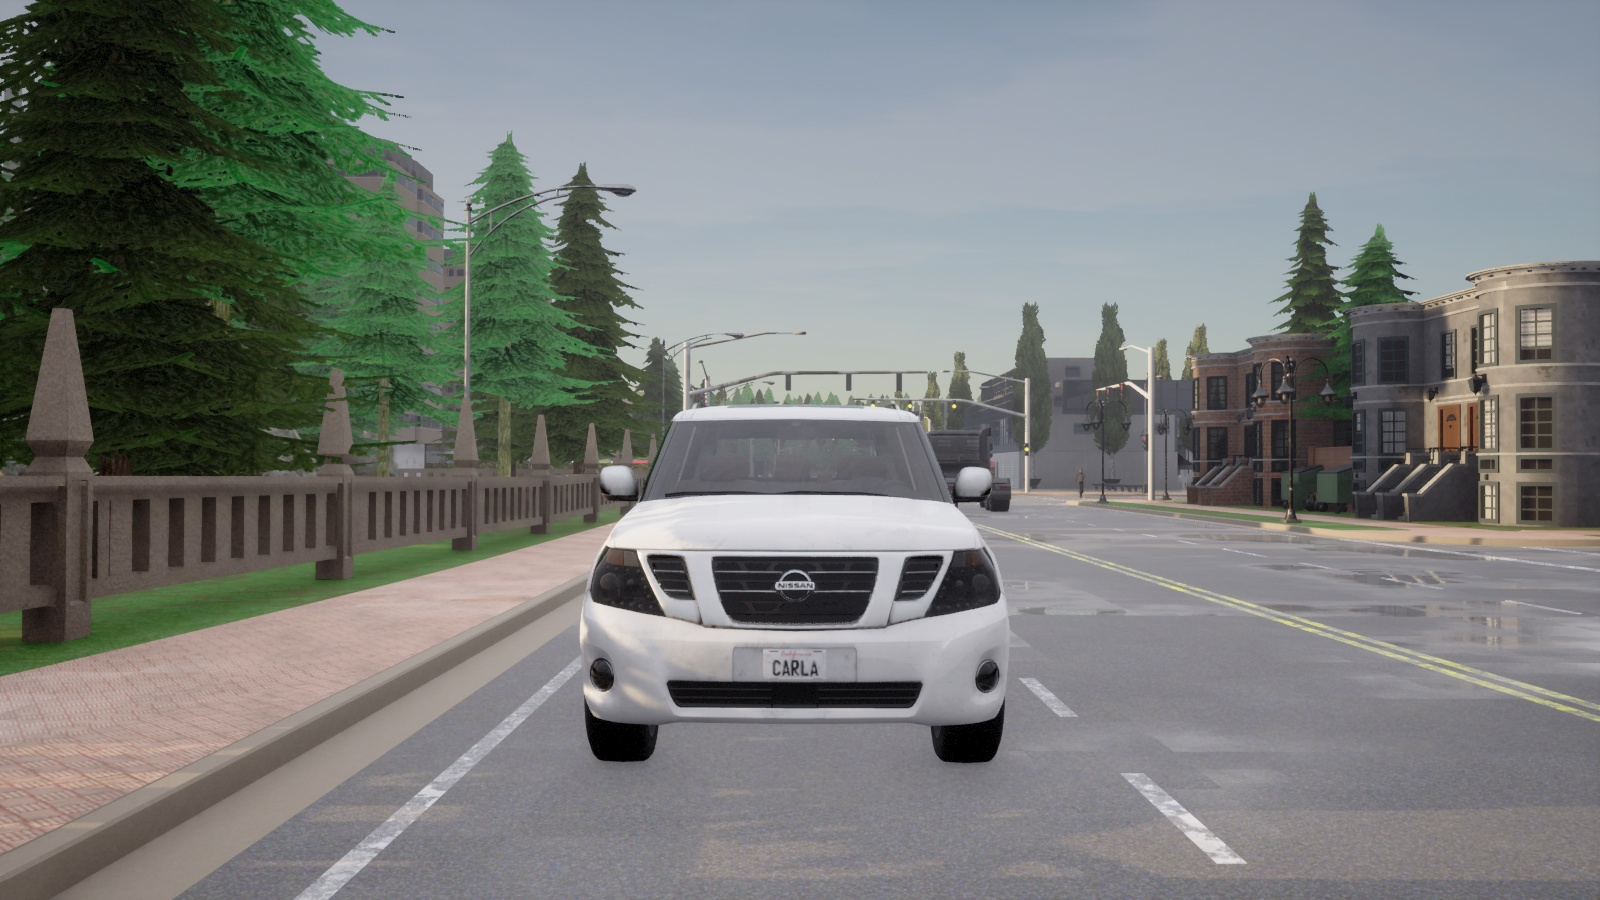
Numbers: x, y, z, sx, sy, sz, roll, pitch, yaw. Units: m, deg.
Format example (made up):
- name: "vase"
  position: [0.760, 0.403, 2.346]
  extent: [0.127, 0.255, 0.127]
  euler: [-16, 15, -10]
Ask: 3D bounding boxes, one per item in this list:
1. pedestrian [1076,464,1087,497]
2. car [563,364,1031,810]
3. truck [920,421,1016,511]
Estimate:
- name: "pedestrian"
  position: [16.540, 1.774, 73.792]
  extent: [0.423, 1.949, 0.788]
  euler: [0, -1, 2]
- name: "car"
  position: [-0.025, 0.677, 8.577]
  extent: [2.150, 2.045, 5.566]
  euler: [0, -1, 0]
- name: "truck"
  position: [6.852, 0.682, 52.273]
  extent: [2.891, 3.462, 7.936]
  euler: [0, -1, 0]
